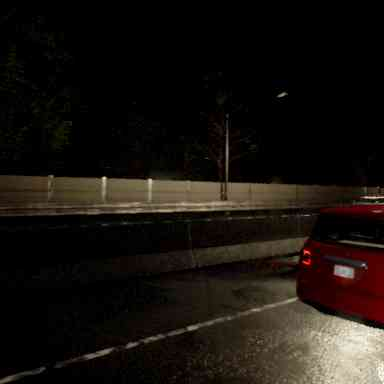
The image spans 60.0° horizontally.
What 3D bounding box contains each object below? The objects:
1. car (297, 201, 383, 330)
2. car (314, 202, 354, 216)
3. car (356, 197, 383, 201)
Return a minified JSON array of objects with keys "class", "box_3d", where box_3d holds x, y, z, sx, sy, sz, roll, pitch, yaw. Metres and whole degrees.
[{"class":"car","box_3d":[4.370,1.273,6.338,5.566,2.045,2.150,1,0,-35]},{"class":"car","box_3d":[15.341,1.793,35.825,4.181,1.385,1.994,1,0,-35]},{"class":"car","box_3d":[17.711,1.473,33.215,5.566,2.045,2.150,1,0,-35]}]
